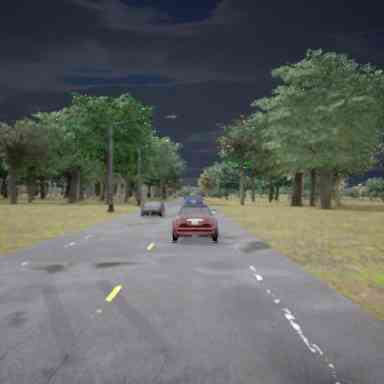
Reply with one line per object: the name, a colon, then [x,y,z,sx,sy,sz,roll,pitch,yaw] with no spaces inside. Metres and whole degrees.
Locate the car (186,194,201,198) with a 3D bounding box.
car: [0.200,1.297,39.348,2.150,2.045,5.566,0,0,0]

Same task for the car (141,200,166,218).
car: [-3.515,1.527,30.640,1.882,1.535,5.008,0,0,0]

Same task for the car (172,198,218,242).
car: [0.140,1.372,16.689,2.097,1.767,4.553,0,0,0]
